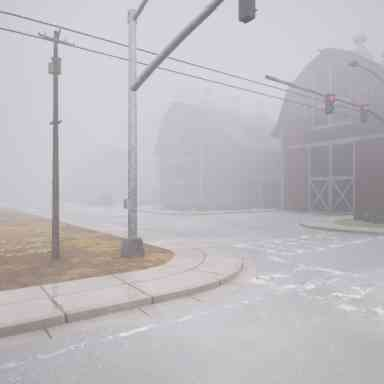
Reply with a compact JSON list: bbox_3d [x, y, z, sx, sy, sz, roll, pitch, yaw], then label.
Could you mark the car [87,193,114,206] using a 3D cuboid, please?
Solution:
[{"bbox_3d":[-13.828,1.118,50.596,3.866,1.878,1.905,-2,5,11],"label":"car"}]
